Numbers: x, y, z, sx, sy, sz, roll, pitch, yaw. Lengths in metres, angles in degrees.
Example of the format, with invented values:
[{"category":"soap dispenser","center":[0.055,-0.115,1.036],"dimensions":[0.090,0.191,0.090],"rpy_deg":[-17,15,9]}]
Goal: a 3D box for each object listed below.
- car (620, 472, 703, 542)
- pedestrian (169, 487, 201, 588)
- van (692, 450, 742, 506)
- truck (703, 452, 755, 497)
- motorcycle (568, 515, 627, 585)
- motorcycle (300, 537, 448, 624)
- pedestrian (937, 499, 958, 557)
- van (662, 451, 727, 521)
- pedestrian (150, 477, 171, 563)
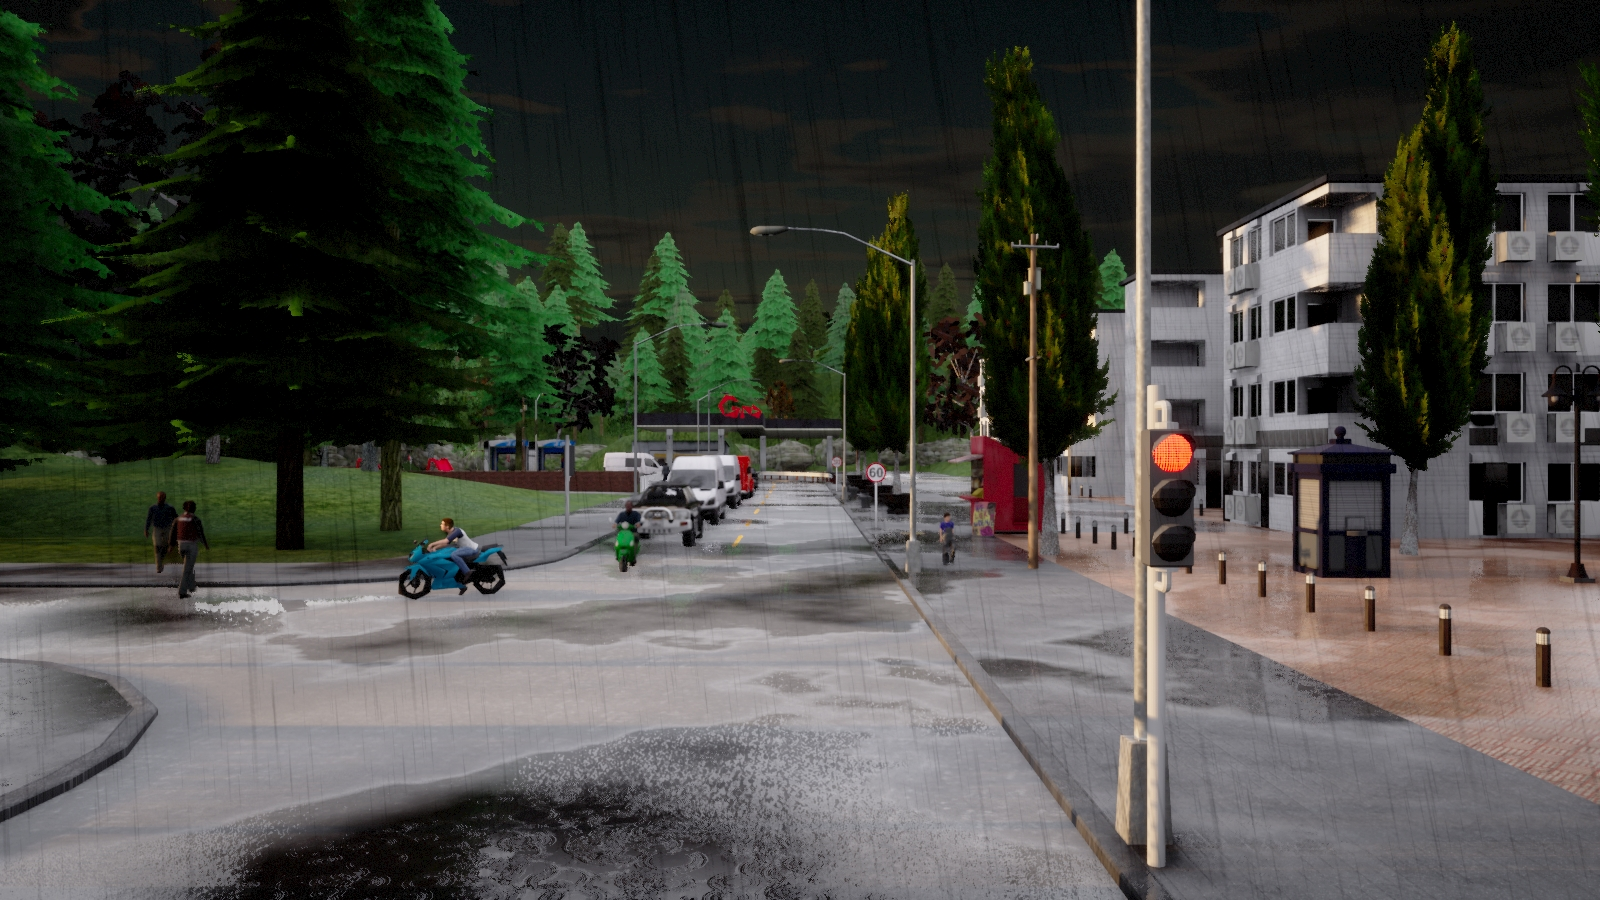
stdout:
[{"category":"car","center":[-4.061,1.638,34.143],"dimensions":[1.932,1.855,4.605],"rpy_deg":[0,0,0]},{"category":"pedestrian","center":[-11.478,1.625,21.321],"dimensions":[0.375,1.860,0.375],"rpy_deg":[0,0,5]},{"category":"van","center":[-4.002,1.305,55.846],"dimensions":[1.988,2.561,5.915],"rpy_deg":[0,0,0]},{"category":"truck","center":[-3.990,1.338,65.321],"dimensions":[2.627,2.467,5.204],"rpy_deg":[0,0,0]},{"category":"motorcycle","center":[-3.994,1.958,22.639],"dimensions":[0.856,1.236,1.805],"rpy_deg":[0,0,0]},{"category":"motorcycle","center":[-6.593,1.990,17.707],"dimensions":[2.033,1.145,0.803],"rpy_deg":[0,0,-30]},{"category":"pedestrian","center":[3.415,1.800,26.489],"dimensions":[0.375,1.300,0.375],"rpy_deg":[0,0,-17]},{"category":"van","center":[-4.012,1.307,44.294],"dimensions":[1.988,2.561,5.915],"rpy_deg":[0,0,0]},{"category":"pedestrian","center":[-13.998,1.520,25.012],"dimensions":[0.375,1.860,0.375],"rpy_deg":[0,0,-32]}]
